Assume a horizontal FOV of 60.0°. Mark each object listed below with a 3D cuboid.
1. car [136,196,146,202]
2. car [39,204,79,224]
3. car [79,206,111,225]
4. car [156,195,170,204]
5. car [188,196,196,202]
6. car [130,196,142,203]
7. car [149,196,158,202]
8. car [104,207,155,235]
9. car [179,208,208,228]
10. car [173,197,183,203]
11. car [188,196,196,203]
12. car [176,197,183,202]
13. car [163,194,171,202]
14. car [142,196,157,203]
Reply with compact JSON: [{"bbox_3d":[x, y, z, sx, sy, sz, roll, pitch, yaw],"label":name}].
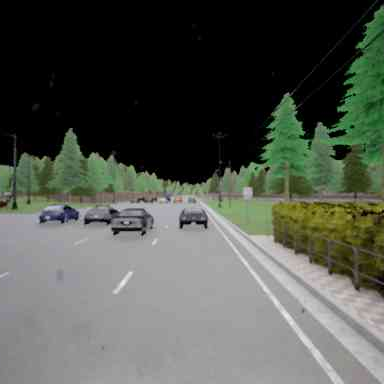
[{"bbox_3d":[-13.991,1.922,90.972,1.882,1.535,5.008,0,0,0],"label":"car"},{"bbox_3d":[-10.397,1.703,26.257,1.812,1.442,4.674,0,0,0],"label":"car"},{"bbox_3d":[-6.896,1.739,25.918,1.994,1.385,4.181,0,0,0],"label":"car"},{"bbox_3d":[-6.992,2.065,81.384,1.812,1.442,4.674,0,0,0],"label":"car"},{"bbox_3d":[0.009,1.922,90.971,1.882,1.535,5.008,0,0,0],"label":"car"},{"bbox_3d":[-13.992,2.100,82.218,1.994,1.385,4.181,0,0,0],"label":"car"},{"bbox_3d":[-10.491,1.922,90.972,1.882,1.535,5.008,0,0,0],"label":"car"},{"bbox_3d":[-3.398,1.681,19.769,2.033,1.411,5.357,0,0,0],"label":"car"},{"bbox_3d":[0.102,1.761,23.721,1.895,1.301,4.718,0,0,0],"label":"car"},{"bbox_3d":[-3.492,1.902,82.188,2.097,1.767,4.553,0,0,0],"label":"car"},{"bbox_3d":[0.008,2.100,82.216,1.994,1.385,4.181,0,0,0],"label":"car"},{"bbox_3d":[-3.491,1.968,90.971,1.812,1.442,4.674,0,0,0],"label":"car"},{"bbox_3d":[-6.991,1.669,91.003,2.150,2.045,5.566,0,0,0],"label":"car"},{"bbox_3d":[-10.492,2.068,81.801,1.812,1.442,4.674,0,0,0],"label":"car"}]
